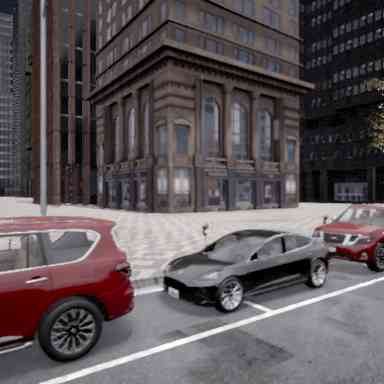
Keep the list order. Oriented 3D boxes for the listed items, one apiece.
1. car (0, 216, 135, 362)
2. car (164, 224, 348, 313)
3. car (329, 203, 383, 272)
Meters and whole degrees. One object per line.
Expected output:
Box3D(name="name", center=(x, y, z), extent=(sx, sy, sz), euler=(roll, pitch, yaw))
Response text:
Box3D(name="car", center=(-3.201, 1.315, 4.366), extent=(5.009, 1.841, 2.192), euler=(0, 0, -36))
Box3D(name="car", center=(1.420, 1.567, 7.664), extent=(4.313, 1.339, 1.947), euler=(0, 0, -36))
Box3D(name="car", center=(6.041, 1.317, 10.963), extent=(5.009, 1.841, 2.192), euler=(0, 0, -36))
